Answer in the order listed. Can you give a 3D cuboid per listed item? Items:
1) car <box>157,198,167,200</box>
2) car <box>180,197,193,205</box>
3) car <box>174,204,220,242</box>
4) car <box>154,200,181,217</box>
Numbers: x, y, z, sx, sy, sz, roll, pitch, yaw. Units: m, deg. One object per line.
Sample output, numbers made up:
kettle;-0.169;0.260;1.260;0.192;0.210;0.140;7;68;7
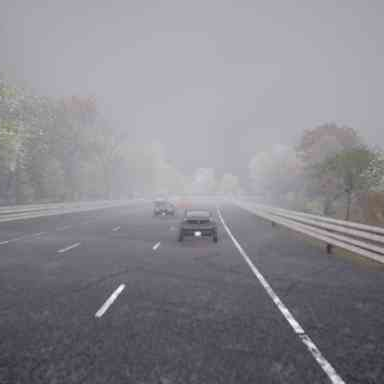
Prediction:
car;-4.678;1.736;52.408;1.882;1.535;5.008;0;0;5
car;-0.965;1.639;54.989;2.097;1.767;4.553;0;0;5
car;0.340;1.593;17.028;1.837;1.490;4.892;0;0;2
car;-2.503;1.759;33.022;1.895;1.301;4.718;0;0;3
